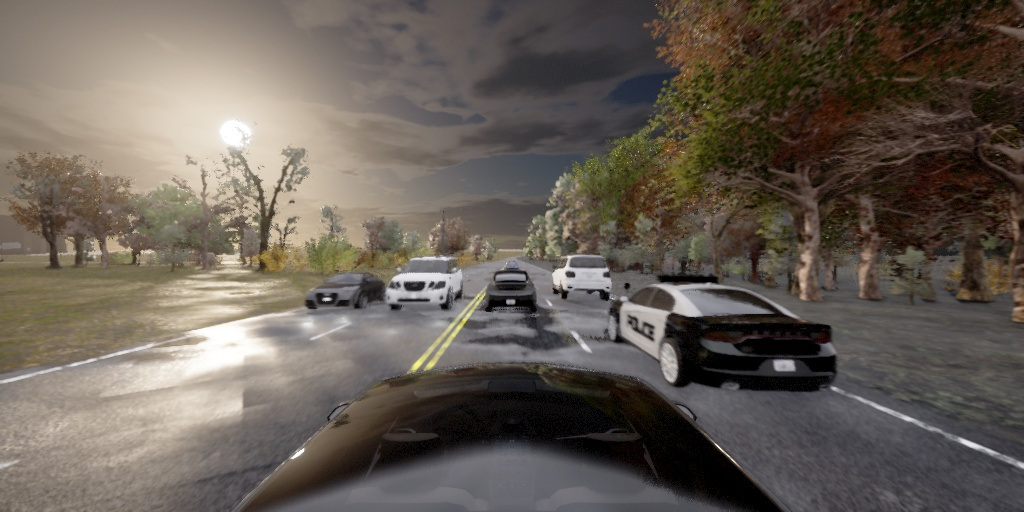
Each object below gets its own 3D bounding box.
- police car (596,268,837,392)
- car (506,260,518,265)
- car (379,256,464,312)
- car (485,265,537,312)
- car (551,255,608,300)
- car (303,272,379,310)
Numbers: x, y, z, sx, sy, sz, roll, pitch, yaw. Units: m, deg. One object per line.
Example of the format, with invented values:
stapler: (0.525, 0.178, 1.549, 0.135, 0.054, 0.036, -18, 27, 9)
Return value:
police car: (3.261, 1.166, 6.880, 1.930, 1.638, 5.238, 1, -1, 0)
car: (0.070, 1.498, 51.276, 2.033, 1.411, 5.357, 0, 0, 0)
car: (-3.350, 1.023, 14.966, 2.150, 2.045, 5.566, 0, 0, 0)
car: (-0.034, 1.299, 14.645, 1.837, 1.490, 4.892, -1, 0, 0)
car: (3.263, 1.000, 17.803, 2.150, 2.045, 5.566, 1, -1, 0)
car: (-6.599, 1.365, 14.769, 1.994, 1.385, 4.181, 0, 0, 0)
